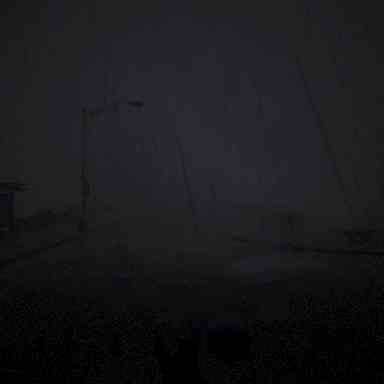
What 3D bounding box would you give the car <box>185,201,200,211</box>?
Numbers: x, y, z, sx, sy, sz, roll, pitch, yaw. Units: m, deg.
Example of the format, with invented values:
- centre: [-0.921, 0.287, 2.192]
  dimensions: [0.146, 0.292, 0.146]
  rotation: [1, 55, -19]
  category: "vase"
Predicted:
- centre: [0.001, 2.008, 49.334]
  dimensions: [1.812, 1.442, 4.674]
  rotation: [0, 0, 0]
  category: "car"
